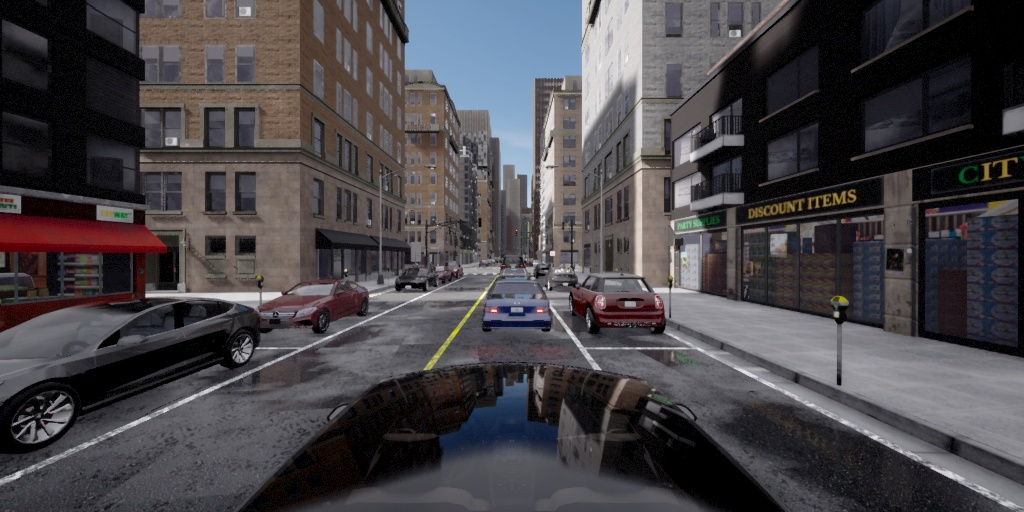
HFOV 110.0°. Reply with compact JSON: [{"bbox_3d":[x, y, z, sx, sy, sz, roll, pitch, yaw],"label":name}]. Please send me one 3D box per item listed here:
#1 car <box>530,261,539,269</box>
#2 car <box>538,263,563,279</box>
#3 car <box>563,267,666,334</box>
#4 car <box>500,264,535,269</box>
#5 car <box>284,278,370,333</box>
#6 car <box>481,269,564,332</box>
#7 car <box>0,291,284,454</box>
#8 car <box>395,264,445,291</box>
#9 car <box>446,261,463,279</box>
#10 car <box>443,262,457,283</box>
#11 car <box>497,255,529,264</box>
[{"bbox_3d":[2.926,1.319,32.633,1.948,1.339,4.313,0,0,0],"label":"car"},{"bbox_3d":[2.899,1.301,21.631,2.007,1.370,4.403,0,0,0],"label":"car"},{"bbox_3d":[2.874,1.189,10.628,1.967,1.591,4.097,0,0,0],"label":"car"},{"bbox_3d":[0.142,1.352,21.349,1.895,1.301,4.718,0,0,0],"label":"car"},{"bbox_3d":[-5.652,1.332,10.648,1.802,1.307,4.207,0,0,0],"label":"car"},{"bbox_3d":[0.120,1.297,10.843,2.033,1.411,5.357,0,0,0],"label":"car"},{"bbox_3d":[-5.665,1.315,5.147,1.948,1.339,4.313,0,0,0],"label":"car"},{"bbox_3d":[-5.626,1.316,21.651,1.948,1.339,4.313,0,0,0],"label":"car"},{"bbox_3d":[-5.600,1.193,32.654,1.967,1.591,4.097,0,0,0],"label":"car"},{"bbox_3d":[-5.613,1.334,27.152,1.802,1.307,4.207,0,0,0],"label":"car"},{"bbox_3d":[0.075,0.974,31.380,2.150,2.045,5.566,0,0,-1],"label":"car"}]
